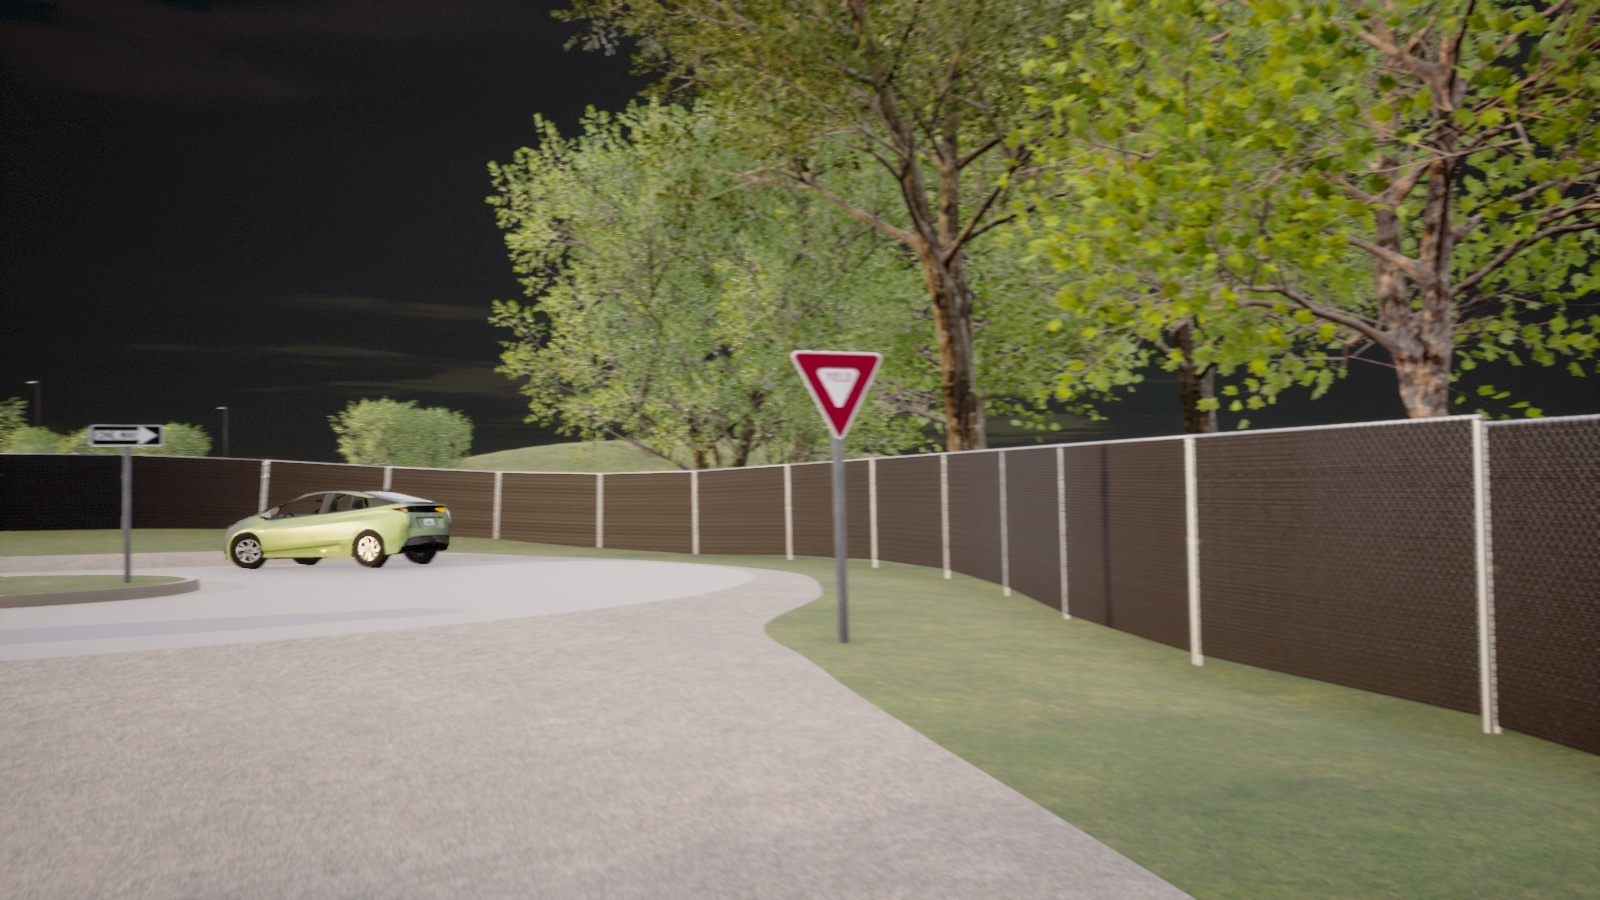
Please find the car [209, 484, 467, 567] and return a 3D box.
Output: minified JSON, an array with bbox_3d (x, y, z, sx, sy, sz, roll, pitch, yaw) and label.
[{"bbox_3d":[-9.148,1.509,24.936,4.514,1.525,2.007,-2,-3,18],"label":"car"}]
